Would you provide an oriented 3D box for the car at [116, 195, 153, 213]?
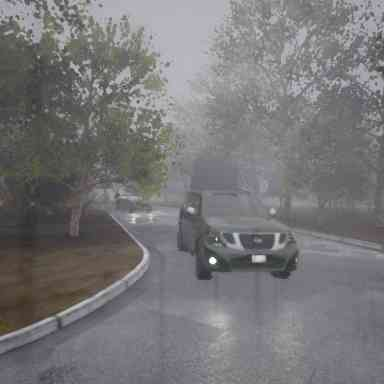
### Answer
[{"bbox_3d":[-5.001,0.956,28.243,1.812,1.442,4.674,2,0,-34],"label":"car"}]

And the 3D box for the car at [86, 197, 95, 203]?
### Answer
[{"bbox_3d":[-13.691,0.813,37.265,5.357,1.411,2.033,1,0,5],"label":"car"}]

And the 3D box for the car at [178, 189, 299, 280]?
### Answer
[{"bbox_3d":[0.917,0.967,9.459,2.150,2.045,5.566,2,0,-10],"label":"car"}]
